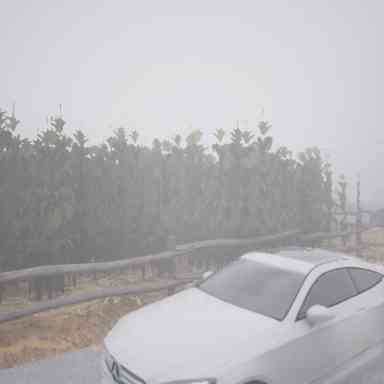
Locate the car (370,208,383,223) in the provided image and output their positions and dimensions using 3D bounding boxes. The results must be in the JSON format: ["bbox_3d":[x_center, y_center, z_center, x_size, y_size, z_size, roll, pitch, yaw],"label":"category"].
[{"bbox_3d":[13.808,1.563,21.437,1.994,1.385,4.181,0,0,-31],"label":"car"}]

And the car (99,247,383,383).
[{"bbox_3d":[1.192,1.526,4.311,4.674,1.442,1.812,0,0,-35],"label":"car"}]
